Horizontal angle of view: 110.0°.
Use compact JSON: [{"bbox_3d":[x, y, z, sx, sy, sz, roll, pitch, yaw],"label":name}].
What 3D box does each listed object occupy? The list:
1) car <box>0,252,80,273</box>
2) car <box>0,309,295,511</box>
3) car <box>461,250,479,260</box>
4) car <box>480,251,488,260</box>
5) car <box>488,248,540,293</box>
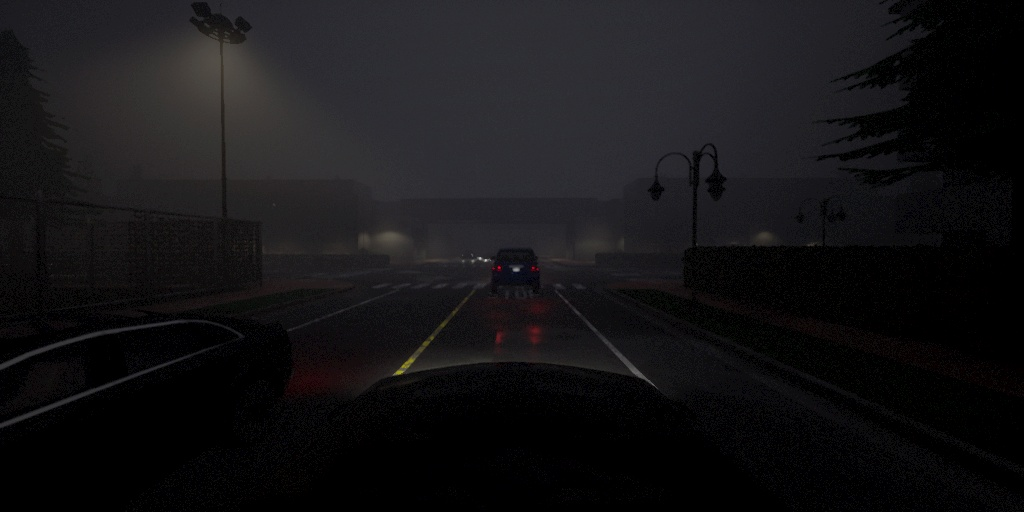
[{"bbox_3d":[-36.445,0.506,27.609,4.553,1.767,2.097,0,1,1],"label":"car"},{"bbox_3d":[-3.577,1.227,2.335,2.128,1.511,4.902,0,1,1],"label":"car"},{"bbox_3d":[-7.296,-0.272,60.946,2.097,1.767,4.553,0,1,1],"label":"car"},{"bbox_3d":[-3.794,-0.060,60.944,1.994,1.385,4.181,0,1,1],"label":"car"},{"bbox_3d":[0.126,0.603,17.680,2.150,2.045,5.566,0,1,-1],"label":"car"}]
